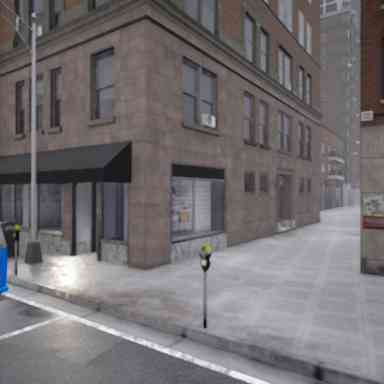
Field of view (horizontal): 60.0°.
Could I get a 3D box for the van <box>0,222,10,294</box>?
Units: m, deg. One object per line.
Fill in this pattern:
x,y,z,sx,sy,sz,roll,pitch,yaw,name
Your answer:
-5.469,1.346,6.907,3.998,1.788,1.690,0,0,35,van
